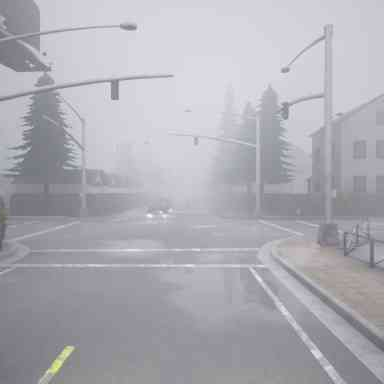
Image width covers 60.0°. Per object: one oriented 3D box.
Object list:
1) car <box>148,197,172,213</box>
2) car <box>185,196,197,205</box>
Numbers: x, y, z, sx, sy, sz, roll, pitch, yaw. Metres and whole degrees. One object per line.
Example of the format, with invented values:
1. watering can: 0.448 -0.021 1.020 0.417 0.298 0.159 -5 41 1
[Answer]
1. car: -3.666 1.351 37.036 2.097 1.767 4.553 0 0 0
2. car: -0.108 1.489 59.238 2.128 1.511 4.902 0 0 0
